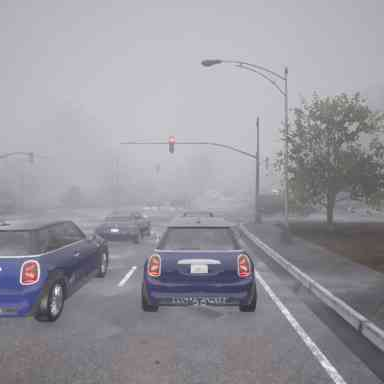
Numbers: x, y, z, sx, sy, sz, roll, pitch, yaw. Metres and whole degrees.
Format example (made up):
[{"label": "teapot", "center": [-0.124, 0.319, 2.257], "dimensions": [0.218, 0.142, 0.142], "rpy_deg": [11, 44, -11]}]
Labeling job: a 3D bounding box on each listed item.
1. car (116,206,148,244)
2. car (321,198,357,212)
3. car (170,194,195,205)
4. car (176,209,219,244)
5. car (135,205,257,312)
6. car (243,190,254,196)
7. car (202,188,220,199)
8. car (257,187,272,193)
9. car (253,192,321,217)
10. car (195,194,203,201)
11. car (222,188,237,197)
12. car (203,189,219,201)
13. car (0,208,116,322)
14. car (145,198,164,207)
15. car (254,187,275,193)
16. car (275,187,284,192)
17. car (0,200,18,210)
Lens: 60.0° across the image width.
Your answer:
[{"label": "car", "center": [-3.199, 1.594, 16.018], "dimensions": [1.994, 1.385, 4.181], "rpy_deg": [0, 0, 2]}, {"label": "car", "center": [16.434, 1.532, 38.431], "dimensions": [4.892, 1.490, 1.837], "rpy_deg": [-1, 0, 4]}, {"label": "car", "center": [-1.804, 1.291, 53.894], "dimensions": [2.150, 2.045, 5.566], "rpy_deg": [0, 1, 17]}, {"label": "car", "center": [0.326, 1.633, 16.940], "dimensions": [1.895, 1.301, 4.718], "rpy_deg": [0, 0, 2]}, {"label": "car", "center": [0.139, 1.361, 7.909], "dimensions": [2.097, 1.767, 4.553], "rpy_deg": [0, 0, 0]}, {"label": "car", "center": [14.132, 0.206, 81.913], "dimensions": [1.812, 1.442, 4.674], "rpy_deg": [0, 3, 33]}, {"label": "car", "center": [4.554, 0.333, 79.259], "dimensions": [2.150, 2.045, 5.566], "rpy_deg": [0, 3, 28]}, {"label": "car", "center": [19.801, -0.522, 90.398], "dimensions": [2.128, 1.511, 4.902], "rpy_deg": [0, 3, 38]}, {"label": "car", "center": [8.880, 1.289, 31.697], "dimensions": [5.566, 2.045, 2.150], "rpy_deg": [0, 1, 10]}, {"label": "car", "center": [-0.179, 1.161, 69.265], "dimensions": [2.128, 1.511, 4.902], "rpy_deg": [0, 2, 23]}, {"label": "car", "center": [9.119, 0.151, 80.269], "dimensions": [2.150, 2.045, 5.566], "rpy_deg": [0, 3, 28]}, {"label": "car", "center": [3.681, 0.816, 69.359], "dimensions": [2.150, 2.045, 5.566], "rpy_deg": [0, 3, 23]}, {"label": "car", "center": [-3.365, 1.361, 7.405], "dimensions": [2.097, 1.767, 4.553], "rpy_deg": [0, 0, 1]}, {"label": "car", "center": [-5.845, 1.663, 52.101], "dimensions": [1.994, 1.385, 4.181], "rpy_deg": [0, 0, 14]}, {"label": "car", "center": [17.662, 0.142, 80.977], "dimensions": [2.128, 1.511, 4.902], "rpy_deg": [0, 3, 33]}, {"label": "car", "center": [23.401, -0.598, 89.378], "dimensions": [1.882, 1.535, 5.008], "rpy_deg": [0, 3, 38]}, {"label": "car", "center": [-23.955, 1.802, 40.767], "dimensions": [4.892, 1.490, 1.837], "rpy_deg": [-2, 0, 4]}]
